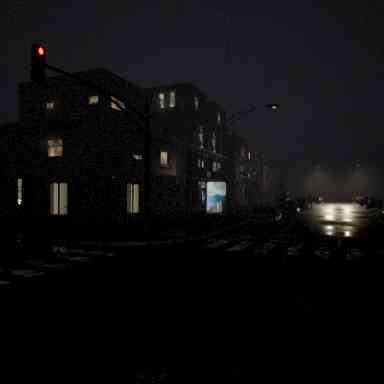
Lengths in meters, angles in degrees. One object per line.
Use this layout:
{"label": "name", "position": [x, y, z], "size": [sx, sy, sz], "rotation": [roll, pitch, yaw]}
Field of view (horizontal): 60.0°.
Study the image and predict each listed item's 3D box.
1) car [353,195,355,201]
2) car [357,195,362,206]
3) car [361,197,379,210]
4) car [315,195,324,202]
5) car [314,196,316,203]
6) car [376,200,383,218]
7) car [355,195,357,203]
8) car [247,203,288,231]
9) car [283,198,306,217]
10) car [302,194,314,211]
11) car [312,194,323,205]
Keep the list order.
{"label": "car", "position": [34.478, 1.606, 68.043], "size": [1.802, 1.307, 4.206], "rotation": [0, 0, 24]}
{"label": "car", "position": [27.831, 1.455, 52.870], "size": [1.967, 1.590, 4.097], "rotation": [0, 0, 24]}
{"label": "car", "position": [23.398, 1.561, 42.755], "size": [2.008, 1.369, 4.403], "rotation": [0, 0, 24]}
{"label": "car", "position": [31.241, 1.471, 81.536], "size": [1.967, 1.590, 4.097], "rotation": [0, 0, 24]}
{"label": "car", "position": [15.660, 1.535, 45.975], "size": [1.752, 1.417, 4.829], "rotation": [0, 0, 24]}
{"label": "car", "position": [16.750, 1.588, 27.581], "size": [1.802, 1.307, 4.206], "rotation": [0, 0, 24]}
{"label": "car", "position": [30.047, 1.569, 57.929], "size": [2.008, 1.369, 4.403], "rotation": [0, 0, 24]}
{"label": "car", "position": [4.648, 1.585, 20.842], "size": [1.802, 1.307, 4.206], "rotation": [0, 0, 24]}
{"label": "car", "position": [9.079, 1.556, 30.957], "size": [2.008, 1.369, 4.403], "rotation": [0, 0, 24]}
{"label": "car", "position": [13.512, 1.448, 41.073], "size": [1.967, 1.590, 4.097], "rotation": [0, 0, 24]}
{"label": "car", "position": [22.377, 1.332, 61.305], "size": [2.192, 1.841, 5.009], "rotation": [0, 0, 24]}
